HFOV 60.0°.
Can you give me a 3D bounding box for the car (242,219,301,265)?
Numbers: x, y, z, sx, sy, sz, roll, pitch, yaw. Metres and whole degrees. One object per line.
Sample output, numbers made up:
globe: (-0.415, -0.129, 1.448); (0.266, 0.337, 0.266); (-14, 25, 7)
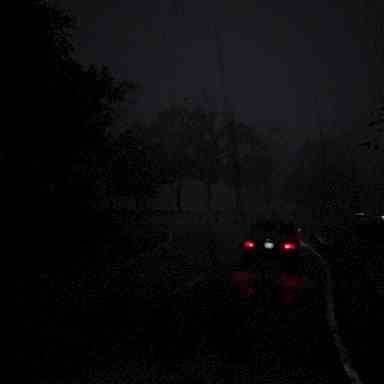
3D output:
car: (3.071, 1.717, 12.546); (2.033, 1.411, 5.357); (0, -1, 17)
